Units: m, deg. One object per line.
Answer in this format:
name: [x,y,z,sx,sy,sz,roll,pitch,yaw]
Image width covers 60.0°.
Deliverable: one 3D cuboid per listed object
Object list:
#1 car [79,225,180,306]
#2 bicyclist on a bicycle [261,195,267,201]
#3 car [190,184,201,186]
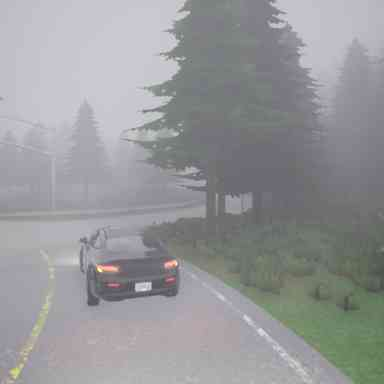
car: [-1.674,1.525,8.095,1.812,1.442,4.674,0,0,-21]
bicyclist on a bicycle: [6.342,0.890,30.365,1.656,1.620,0.582,-13,-4,35]
car: [0.647,-1.755,69.711,1.994,1.385,4.181,0,5,-5]
